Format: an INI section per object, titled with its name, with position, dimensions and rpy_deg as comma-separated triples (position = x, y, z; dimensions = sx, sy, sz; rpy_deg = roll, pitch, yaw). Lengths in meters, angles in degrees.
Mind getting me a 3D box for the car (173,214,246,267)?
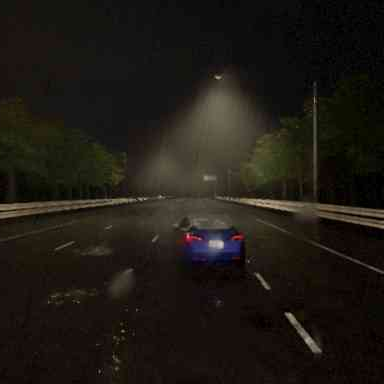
[car]
position = 0.456, 1.474, 11.362
dimensions = 2.163, 1.488, 4.792
rpy_deg = 0, 0, -5
